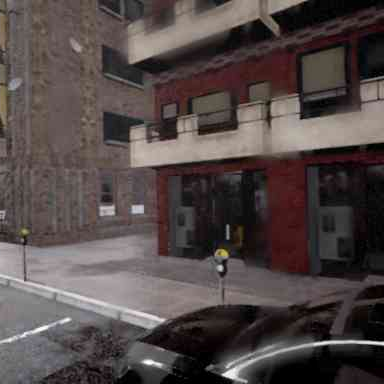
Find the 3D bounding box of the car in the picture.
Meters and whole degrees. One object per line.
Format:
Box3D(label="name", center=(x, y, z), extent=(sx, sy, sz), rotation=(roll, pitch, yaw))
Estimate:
Box3D(label="car", center=(1.504, 1.505, 2.360), extent=(4.892, 1.490, 1.837), rotation=(-1, 0, 35))
